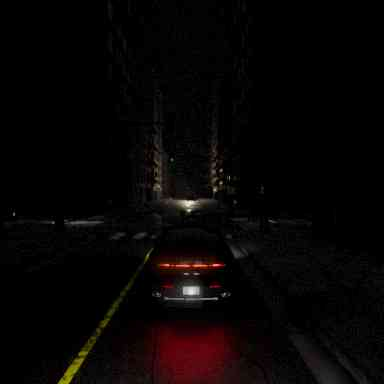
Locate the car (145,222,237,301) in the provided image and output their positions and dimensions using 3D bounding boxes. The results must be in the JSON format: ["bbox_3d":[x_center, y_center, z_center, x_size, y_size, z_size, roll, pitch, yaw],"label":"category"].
[{"bbox_3d":[-0.016,1.505,8.323,1.837,1.490,4.892,0,0,0],"label":"car"}]

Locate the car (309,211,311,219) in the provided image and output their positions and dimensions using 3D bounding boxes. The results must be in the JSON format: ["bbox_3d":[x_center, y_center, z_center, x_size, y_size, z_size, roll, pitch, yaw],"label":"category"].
[{"bbox_3d":[12.303,1.718,27.468,5.008,1.535,1.882,1,0,0],"label":"car"}]

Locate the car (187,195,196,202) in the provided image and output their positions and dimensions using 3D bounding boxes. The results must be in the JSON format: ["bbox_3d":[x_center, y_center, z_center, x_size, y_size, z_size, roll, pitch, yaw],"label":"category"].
[{"bbox_3d":[-0.161,1.481,82.368,2.097,1.767,4.553,0,0,0],"label":"car"}]

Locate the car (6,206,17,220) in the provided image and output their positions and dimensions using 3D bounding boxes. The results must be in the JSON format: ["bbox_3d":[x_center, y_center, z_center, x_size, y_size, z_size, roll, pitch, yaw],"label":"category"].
[{"bbox_3d":[-15.265,1.309,24.012,4.902,1.511,2.128,1,0,1],"label":"car"}]
